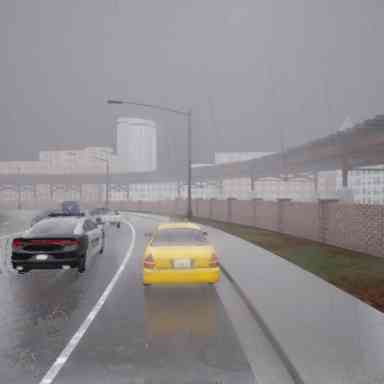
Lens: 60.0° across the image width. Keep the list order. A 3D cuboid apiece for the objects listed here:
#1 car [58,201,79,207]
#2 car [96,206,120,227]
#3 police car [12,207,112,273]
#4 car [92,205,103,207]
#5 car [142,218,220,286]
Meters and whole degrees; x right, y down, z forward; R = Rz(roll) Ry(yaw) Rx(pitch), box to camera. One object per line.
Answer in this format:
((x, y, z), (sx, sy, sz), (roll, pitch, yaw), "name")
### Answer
((-15.055, 2.114, 40.691), (2.150, 2.045, 5.566), (0, -2, -23), "car")
((-6.635, 2.037, 26.114), (1.895, 1.301, 4.718), (0, -2, -14), "car")
((-4.152, 1.507, 11.187), (1.930, 1.638, 5.238), (0, -1, -6), "police car")
((-12.121, 2.429, 42.627), (1.837, 1.490, 4.892), (0, -2, -23), "car")
((-0.421, 1.516, 9.572), (1.801, 1.575, 5.366), (0, -1, -5), "car")
